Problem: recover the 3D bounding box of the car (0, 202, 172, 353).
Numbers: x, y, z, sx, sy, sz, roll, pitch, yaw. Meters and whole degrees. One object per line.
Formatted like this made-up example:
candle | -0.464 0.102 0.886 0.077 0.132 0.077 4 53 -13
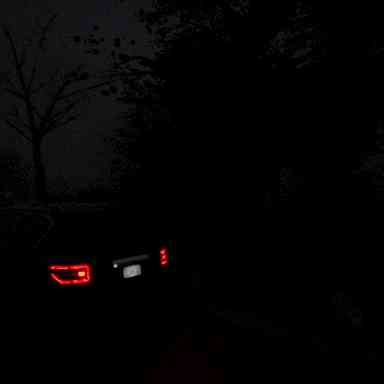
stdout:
car | -2.834 1.214 6.426 5.566 2.045 2.150 0 0 42
